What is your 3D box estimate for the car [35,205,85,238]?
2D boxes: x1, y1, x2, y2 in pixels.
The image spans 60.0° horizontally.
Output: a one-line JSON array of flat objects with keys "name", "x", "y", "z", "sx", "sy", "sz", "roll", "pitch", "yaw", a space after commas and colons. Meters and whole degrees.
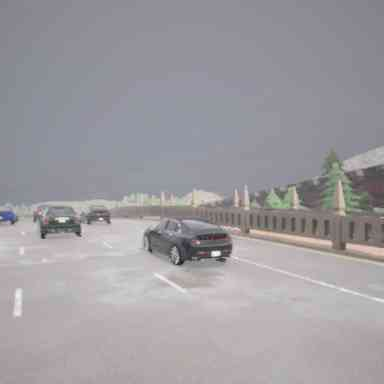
[{"name": "car", "x": -7.903, "y": 1.596, "z": 19.698, "sx": 2.097, "sy": 1.767, "sz": 4.553, "roll": 0, "pitch": -1, "yaw": -26}]

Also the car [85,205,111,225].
[{"name": "car", "x": -8.185, "y": 1.908, "z": 28.115, "sx": 1.837, "sy": 1.490, "sz": 4.892, "roll": 0, "pitch": -1, "yaw": -26}]

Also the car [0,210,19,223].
[{"name": "car", "x": -20.811, "y": 2.795, "z": 37.739, "sx": 1.994, "sy": 1.385, "sz": 4.181, "roll": 0, "pitch": -5, "yaw": -26}]

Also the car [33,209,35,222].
[{"name": "car", "x": -15.150, "y": 2.156, "z": 34.246, "sx": 2.097, "sy": 1.767, "sz": 4.553, "roll": 0, "pitch": -4, "yaw": -26}]

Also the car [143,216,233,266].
[{"name": "car", "x": -0.344, "y": 1.663, "z": 12.366, "sx": 1.837, "sy": 1.490, "sz": 4.892, "roll": 0, "pitch": -1, "yaw": -26}]

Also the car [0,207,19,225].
[{"name": "car", "x": -15.957, "y": 1.969, "z": 28.019, "sx": 1.882, "sy": 1.535, "sz": 5.008, "roll": 0, "pitch": -3, "yaw": -26}]
